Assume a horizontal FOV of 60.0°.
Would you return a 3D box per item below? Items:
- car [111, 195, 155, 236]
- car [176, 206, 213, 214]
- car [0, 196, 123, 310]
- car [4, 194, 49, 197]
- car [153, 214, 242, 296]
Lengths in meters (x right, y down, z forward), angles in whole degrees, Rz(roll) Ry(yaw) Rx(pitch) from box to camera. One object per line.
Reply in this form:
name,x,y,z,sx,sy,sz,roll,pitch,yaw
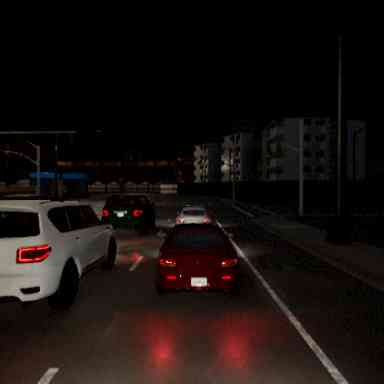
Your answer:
car,-3.344,1.155,18.277,2.150,2.045,5.566,0,0,0
car,0.123,1.467,17.647,1.812,1.442,4.674,0,0,1
car,-3.379,1.202,7.915,2.150,2.045,5.566,0,-1,0
car,-10.450,1.132,20.360,2.150,2.045,5.566,0,0,0
car,0.124,1.510,8.520,1.812,1.442,4.674,0,0,0
